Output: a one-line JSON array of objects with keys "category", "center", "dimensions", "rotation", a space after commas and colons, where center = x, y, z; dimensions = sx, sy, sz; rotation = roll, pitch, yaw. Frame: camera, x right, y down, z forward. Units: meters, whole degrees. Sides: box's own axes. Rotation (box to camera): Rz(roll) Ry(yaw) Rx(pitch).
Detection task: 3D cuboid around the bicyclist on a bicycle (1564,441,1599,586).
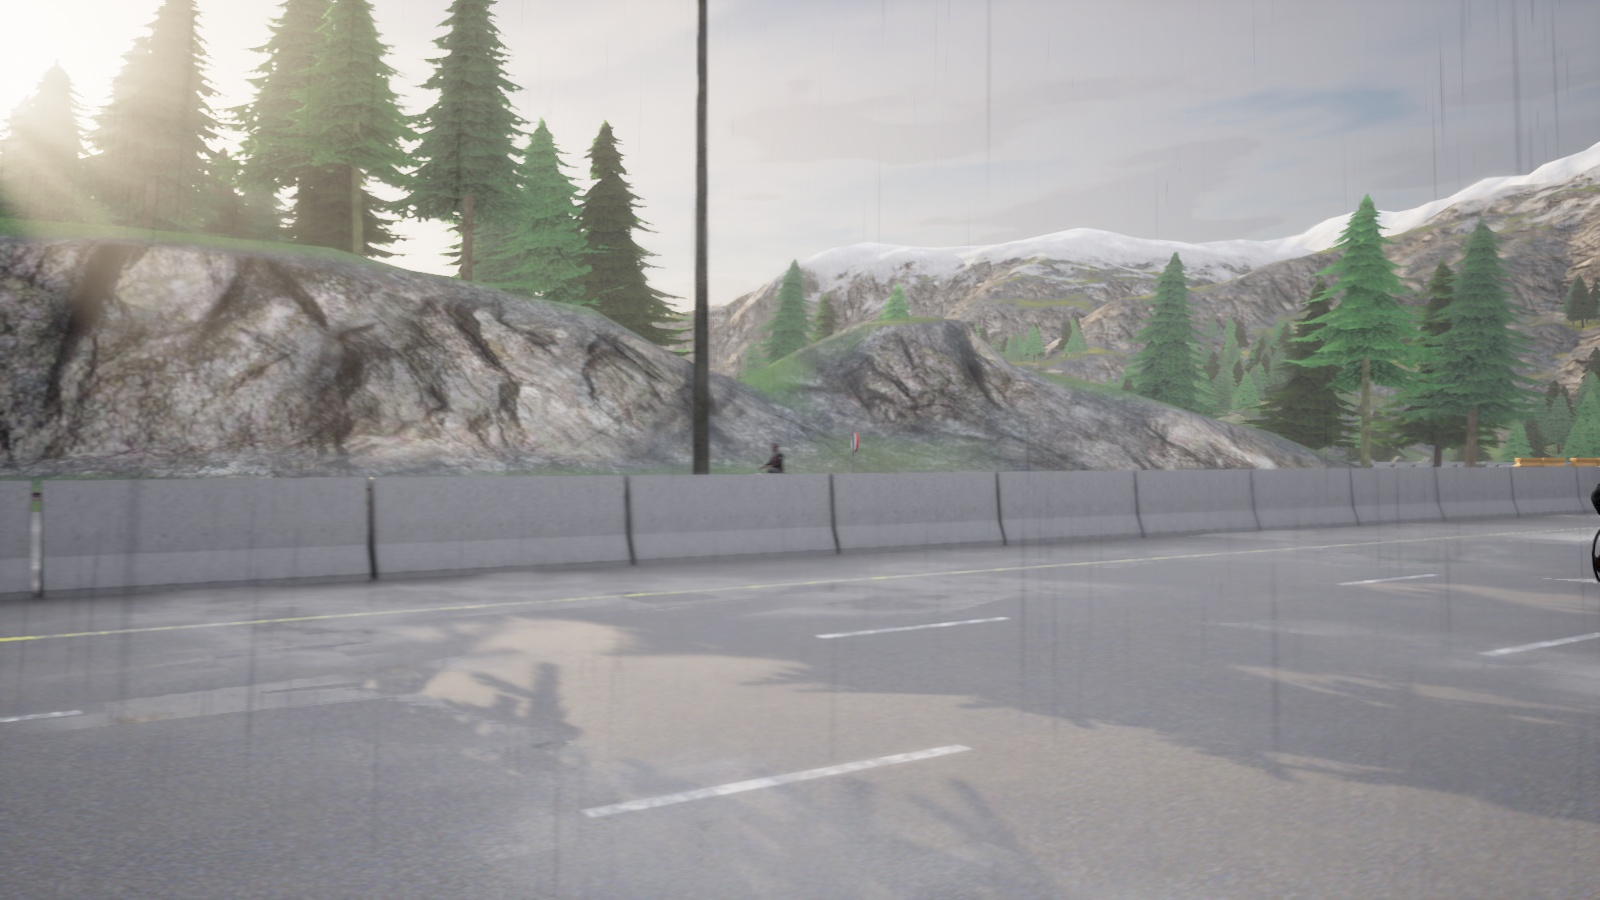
[{"category": "bicyclist on a bicycle", "center": [9.591, 0.713, 14.599], "dimensions": [1.656, 1.620, 0.582], "rotation": [0, 0, -35]}]
